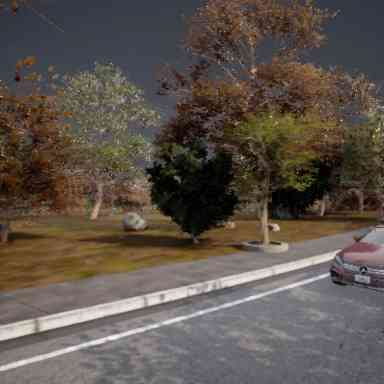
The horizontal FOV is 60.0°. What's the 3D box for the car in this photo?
[{"bbox_3d":[5.307,1.532,8.358,4.674,1.442,1.812,0,0,-40],"label":"car"}]
